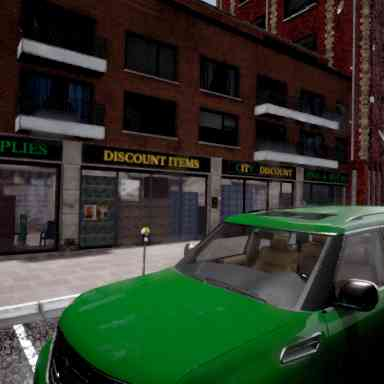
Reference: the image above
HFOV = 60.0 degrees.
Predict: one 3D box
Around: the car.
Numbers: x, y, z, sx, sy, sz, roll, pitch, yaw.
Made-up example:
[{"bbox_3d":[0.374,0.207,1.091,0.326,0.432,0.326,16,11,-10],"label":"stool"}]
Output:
[{"bbox_3d":[1.268,1.224,3.848,5.566,2.045,2.150,0,0,-35],"label":"car"}]
